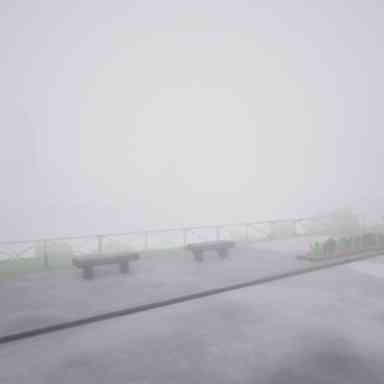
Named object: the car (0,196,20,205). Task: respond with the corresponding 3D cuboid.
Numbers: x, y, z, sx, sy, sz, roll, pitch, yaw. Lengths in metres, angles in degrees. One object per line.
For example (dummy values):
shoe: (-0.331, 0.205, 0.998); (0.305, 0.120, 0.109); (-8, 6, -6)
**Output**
car: (-32.360, 1.461, 57.012); (5.008, 1.535, 1.882); (0, 0, -36)
